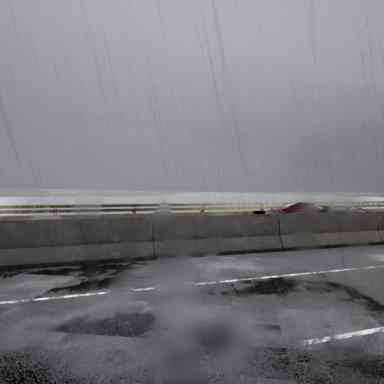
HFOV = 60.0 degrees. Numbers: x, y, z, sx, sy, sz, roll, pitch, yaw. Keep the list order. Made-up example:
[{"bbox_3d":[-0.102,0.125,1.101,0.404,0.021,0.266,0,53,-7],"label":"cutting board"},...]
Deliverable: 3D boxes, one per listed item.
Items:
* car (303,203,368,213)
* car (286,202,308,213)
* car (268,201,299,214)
[{"bbox_3d":[9.453,1.567,20.688,4.181,1.385,1.994,0,0,-19],"label":"car"},{"bbox_3d":[9.648,1.604,24.455,4.718,1.301,1.895,0,0,-19],"label":"car"},{"bbox_3d":[8.656,1.529,27.814,4.674,1.442,1.812,0,0,-19],"label":"car"}]
